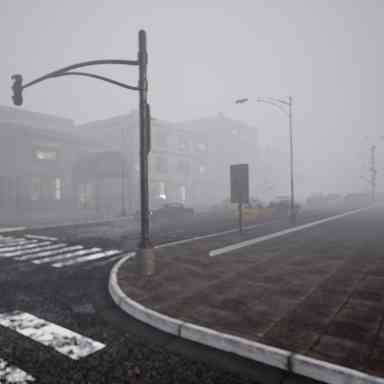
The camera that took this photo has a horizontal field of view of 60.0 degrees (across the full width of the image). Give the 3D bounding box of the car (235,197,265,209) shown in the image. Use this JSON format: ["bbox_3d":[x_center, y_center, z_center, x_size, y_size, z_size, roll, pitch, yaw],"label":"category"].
[{"bbox_3d":[7.076,1.288,40.204,1.802,1.307,4.206,-1,0,36],"label":"car"}]

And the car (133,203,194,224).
[{"bbox_3d":[-1.926,1.438,23.439,1.895,1.301,4.718,-1,0,36],"label":"car"}]

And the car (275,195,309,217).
[{"bbox_3d":[7.341,1.214,26.324,2.008,1.369,4.403,-1,0,36],"label":"car"}]

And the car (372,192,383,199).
[{"bbox_3d":[39.886,0.718,71.068,1.947,1.339,4.313,-1,0,36],"label":"car"}]

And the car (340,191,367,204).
[{"bbox_3d":[22.657,0.896,46.630,1.882,1.535,5.008,-1,0,36],"label":"car"}]

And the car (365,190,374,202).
[{"bbox_3d":[26.779,0.858,52.288,1.837,1.490,4.892,-1,0,36],"label":"car"}]

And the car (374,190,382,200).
[{"bbox_3d":[33.374,0.568,62.119,2.192,1.841,5.009,-1,0,36],"label":"car"}]

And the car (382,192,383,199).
[{"bbox_3d":[36.632,0.768,66.594,1.947,1.339,4.313,-1,0,36],"label":"car"}]

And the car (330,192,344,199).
[{"bbox_3d":[33.111,0.739,75.999,1.967,1.590,4.097,-1,0,36],"label":"car"}]

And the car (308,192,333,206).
[{"bbox_3d":[16.565,1.093,43.495,1.994,1.385,4.181,-1,0,36],"label":"car"}]

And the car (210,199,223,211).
[{"bbox_3d":[3.721,1.284,35.591,1.752,1.417,4.829,-1,0,36],"label":"car"}]

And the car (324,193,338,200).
[{"bbox_3d":[29.857,0.930,71.525,1.802,1.307,4.206,-1,0,36],"label":"car"}]

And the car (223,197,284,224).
[{"bbox_3d":[4.186,1.239,21.987,1.752,1.417,4.829,-1,0,36],"label":"car"}]

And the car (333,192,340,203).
[{"bbox_3d":[21.754,0.952,50.726,1.837,1.490,4.892,-1,0,36],"label":"car"}]

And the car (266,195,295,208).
[{"bbox_3d":[11.040,1.157,41.216,1.812,1.442,4.674,-1,0,36],"label":"car"}]

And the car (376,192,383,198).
[{"bbox_3d":[42.966,0.650,75.291,1.887,1.381,4.507,-1,0,36],"label":"car"}]
